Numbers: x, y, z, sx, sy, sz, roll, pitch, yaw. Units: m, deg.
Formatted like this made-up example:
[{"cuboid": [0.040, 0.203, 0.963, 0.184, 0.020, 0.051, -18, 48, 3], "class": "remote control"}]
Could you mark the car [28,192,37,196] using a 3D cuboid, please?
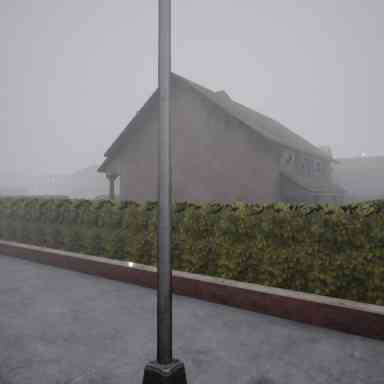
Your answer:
[{"cuboid": [-33.519, 0.973, 70.191, 3.866, 1.878, 1.905, 0, 0, 36], "class": "car"}]
